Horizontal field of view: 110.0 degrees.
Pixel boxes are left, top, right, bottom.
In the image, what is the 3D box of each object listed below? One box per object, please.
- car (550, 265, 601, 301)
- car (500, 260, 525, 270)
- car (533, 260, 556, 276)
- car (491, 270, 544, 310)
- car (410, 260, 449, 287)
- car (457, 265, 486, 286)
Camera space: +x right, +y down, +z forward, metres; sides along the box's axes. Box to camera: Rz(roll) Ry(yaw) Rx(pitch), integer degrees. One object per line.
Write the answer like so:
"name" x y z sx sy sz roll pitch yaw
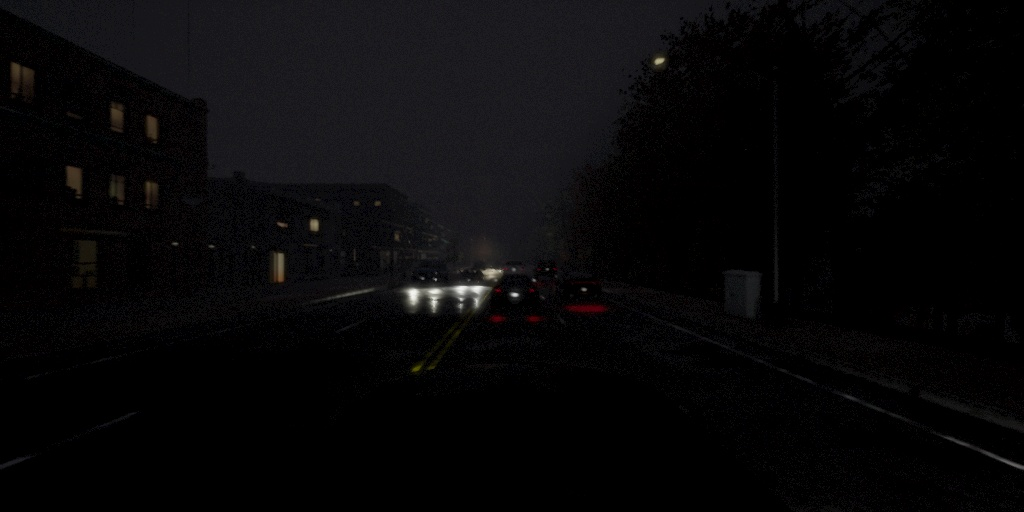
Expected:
"car" 3.392 1.459 19.221 1.882 1.535 5.008 0 -1 0
"car" 0.200 1.438 37.427 2.150 2.045 5.566 0 -1 0
"car" 3.449 1.440 37.431 2.150 2.045 5.566 0 -1 0
"car" 0.129 1.498 15.794 1.994 1.385 4.181 0 -1 0
"car" -6.526 1.326 29.040 2.150 2.045 5.566 0 -1 0
"car" -3.274 1.673 29.286 1.994 1.385 4.181 0 -1 0
